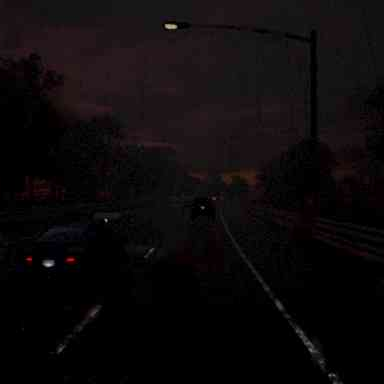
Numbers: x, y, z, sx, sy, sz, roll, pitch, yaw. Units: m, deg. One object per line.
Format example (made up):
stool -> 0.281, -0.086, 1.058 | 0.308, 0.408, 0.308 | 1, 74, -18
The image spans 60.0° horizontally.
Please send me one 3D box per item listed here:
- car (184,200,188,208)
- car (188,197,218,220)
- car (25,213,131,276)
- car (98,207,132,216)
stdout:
car -> -0.215, 2.107, 58.048 | 1.994, 1.385, 4.181 | 0, -1, 6
car -> 1.128, 1.518, 31.889 | 2.150, 2.045, 5.566 | 0, -1, 4
car -> -3.462, 1.609, 10.545 | 1.812, 1.442, 4.674 | 0, -1, 2
car -> -6.219, 1.823, 26.700 | 1.895, 1.301, 4.718 | 0, -1, 3
